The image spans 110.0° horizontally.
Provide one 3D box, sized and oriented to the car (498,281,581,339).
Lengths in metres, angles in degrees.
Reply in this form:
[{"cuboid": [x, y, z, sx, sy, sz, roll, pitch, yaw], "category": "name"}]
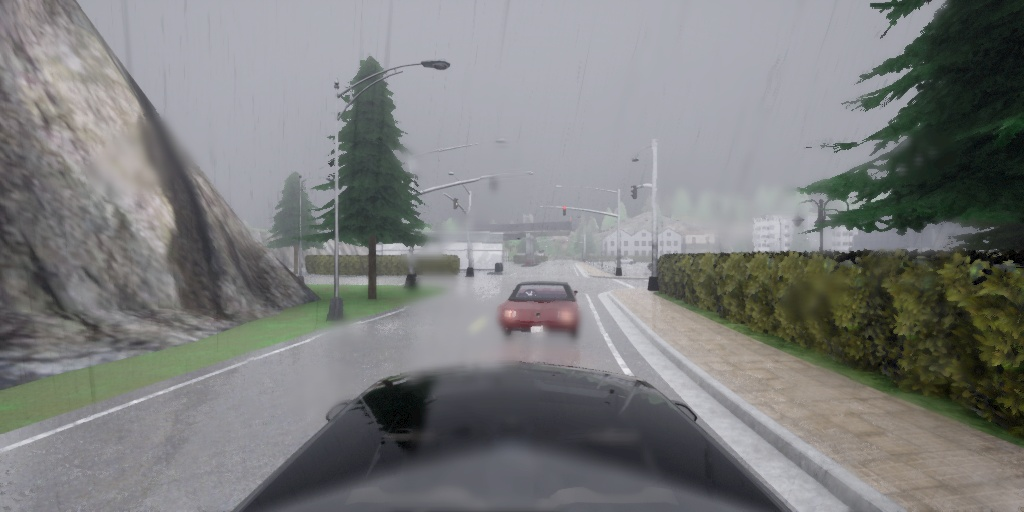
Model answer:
[{"cuboid": [0.921, 1.351, 10.183, 1.895, 1.301, 4.718, 0, 0, 8], "category": "car"}]
